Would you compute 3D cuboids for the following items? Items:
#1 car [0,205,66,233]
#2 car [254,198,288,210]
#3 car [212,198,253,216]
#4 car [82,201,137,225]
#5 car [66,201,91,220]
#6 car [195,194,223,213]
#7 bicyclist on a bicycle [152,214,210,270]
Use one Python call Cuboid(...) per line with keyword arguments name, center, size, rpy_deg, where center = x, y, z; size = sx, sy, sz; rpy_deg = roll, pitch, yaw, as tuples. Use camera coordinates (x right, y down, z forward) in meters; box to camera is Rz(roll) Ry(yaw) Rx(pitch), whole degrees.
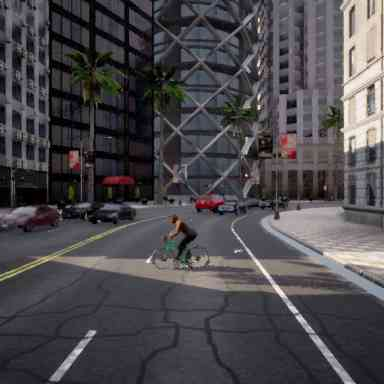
Cuboid(name="car", center=(-9.632, 1.525, 19.851), size=(1.812, 1.442, 4.674), rpy_deg=(0, 0, 6))
Cuboid(name="car", center=(10.588, 1.547, 43.222), size=(2.033, 1.411, 5.357), rpy_deg=(0, 0, 41))
Cuboid(name="car", center=(4.169, 1.547, 33.092), size=(2.033, 1.411, 5.357), rpy_deg=(0, 0, 24))
Cuboid(name="car", center=(-5.652, 1.548, 24.463), size=(2.033, 1.411, 5.357), rpy_deg=(0, 0, 10))
Cuboid(name="car", center=(-8.776, 1.520, 27.704), size=(1.882, 1.535, 5.008), rpy_deg=(0, 0, 12))
Cuboid(name="car", center=(2.322, 1.221, 37.130), size=(2.150, 2.045, 5.566), rpy_deg=(0, 0, 27))
Cuboid(name="bicyclist on a bicycle", center=(-0.336, 1.454, 9.517), size=(1.656, 1.620, 0.582), rpy_deg=(-2, 0, 2))
